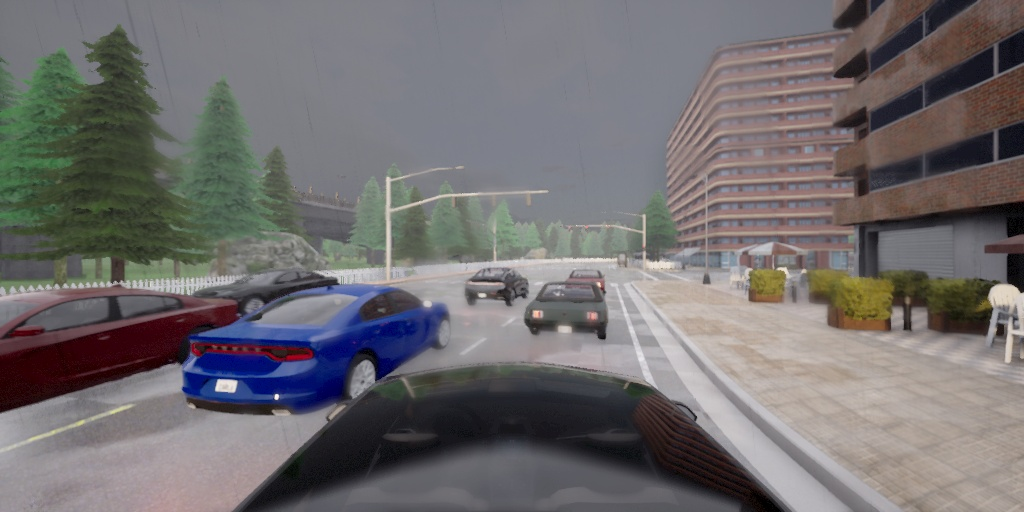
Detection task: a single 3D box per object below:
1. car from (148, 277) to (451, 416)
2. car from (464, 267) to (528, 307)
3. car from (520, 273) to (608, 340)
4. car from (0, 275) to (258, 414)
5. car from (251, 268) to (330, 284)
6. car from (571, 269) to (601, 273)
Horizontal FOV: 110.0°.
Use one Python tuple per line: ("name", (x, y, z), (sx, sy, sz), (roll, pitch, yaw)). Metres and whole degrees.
("car", (-2.618, 1.226, 6.247), (1.882, 1.535, 5.008), (0, 0, 10))
("car", (-0.507, 1.236, 15.504), (2.128, 1.511, 4.902), (0, 0, 14))
("car", (1.703, 1.347, 10.133), (1.895, 1.301, 4.718), (0, 0, 14))
("car", (-6.590, 1.226, 5.076), (1.882, 1.535, 5.008), (0, 0, 8))
("car", (-8.601, 1.223, 13.071), (1.882, 1.535, 5.008), (0, 0, 14))
("car", (3.962, 1.343, 19.008), (1.895, 1.301, 4.718), (0, 0, 15))
